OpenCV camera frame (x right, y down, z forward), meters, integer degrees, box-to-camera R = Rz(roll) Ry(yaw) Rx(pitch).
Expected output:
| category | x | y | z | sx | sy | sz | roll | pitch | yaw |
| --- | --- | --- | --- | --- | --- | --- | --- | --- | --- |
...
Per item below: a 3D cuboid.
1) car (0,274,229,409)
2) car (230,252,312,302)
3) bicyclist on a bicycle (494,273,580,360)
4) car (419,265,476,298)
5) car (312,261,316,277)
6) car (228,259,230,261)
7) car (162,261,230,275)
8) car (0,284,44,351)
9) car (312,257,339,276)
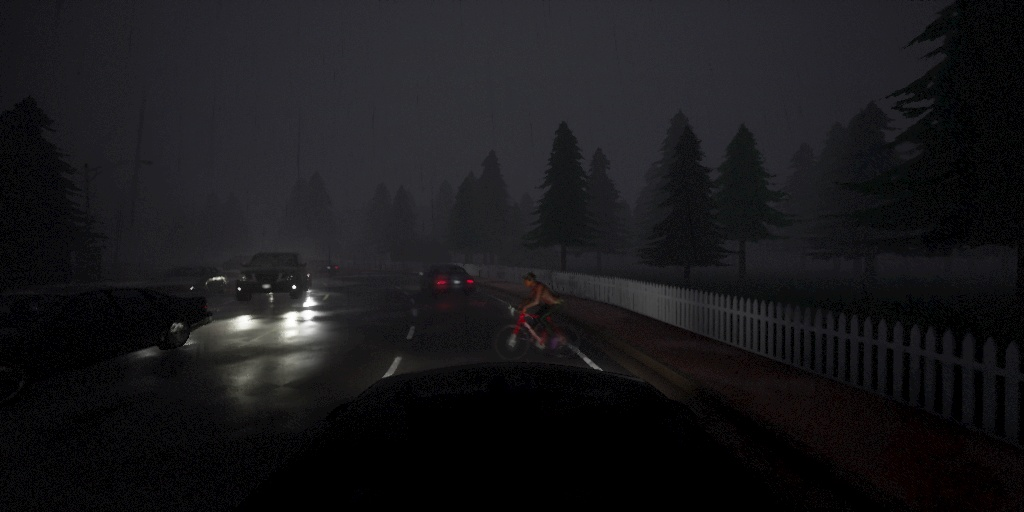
| category | x | y | z | sx | sy | sz | roll | pitch | yaw |
| --- | --- | --- | --- | --- | --- | --- | --- | --- | --- |
| car | -7.671 | 1.253 | 6.070 | 2.033 | 1.411 | 5.357 | 0 | 1 | -9 |
| car | -10.812 | 0.819 | 16.534 | 2.150 | 2.045 | 5.566 | 0 | 0 | -26 |
| bicyclist on a bicycle | 0.482 | 1.133 | 6.678 | 1.656 | 1.620 | 0.582 | 0 | 1 | -8 |
| car | -3.265 | 1.132 | 17.363 | 2.033 | 1.411 | 5.357 | 0 | 1 | -22 |
| car | -13.305 | 1.142 | 21.715 | 1.895 | 1.301 | 4.718 | 0 | 1 | -33 |
| car | -29.432 | 0.711 | 39.216 | 4.553 | 1.767 | 2.097 | 0 | 1 | 25 |
| car | -14.388 | 1.148 | 16.110 | 2.033 | 1.411 | 5.357 | 0 | 1 | -27 |
| car | -11.131 | 1.312 | 5.628 | 1.895 | 1.301 | 4.718 | 0 | 1 | -10 |
| car | -16.757 | 0.991 | 30.986 | 5.357 | 1.411 | 2.033 | 1 | 1 | 44 |
